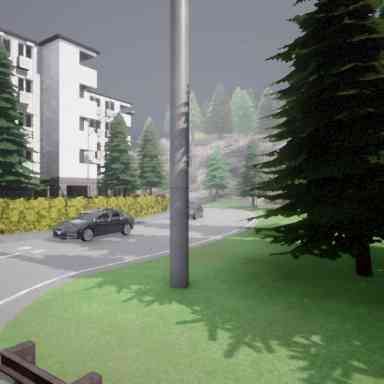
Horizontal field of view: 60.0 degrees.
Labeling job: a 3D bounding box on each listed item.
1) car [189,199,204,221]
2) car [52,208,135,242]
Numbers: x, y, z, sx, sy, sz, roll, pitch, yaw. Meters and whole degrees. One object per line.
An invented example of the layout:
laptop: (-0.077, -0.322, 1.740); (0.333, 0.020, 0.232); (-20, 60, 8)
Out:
car: (-0.178, 1.665, 29.690); (2.128, 1.511, 4.902); (0, 0, 13)
car: (-5.072, 1.680, 17.761); (1.837, 1.490, 4.892); (0, 0, 29)
